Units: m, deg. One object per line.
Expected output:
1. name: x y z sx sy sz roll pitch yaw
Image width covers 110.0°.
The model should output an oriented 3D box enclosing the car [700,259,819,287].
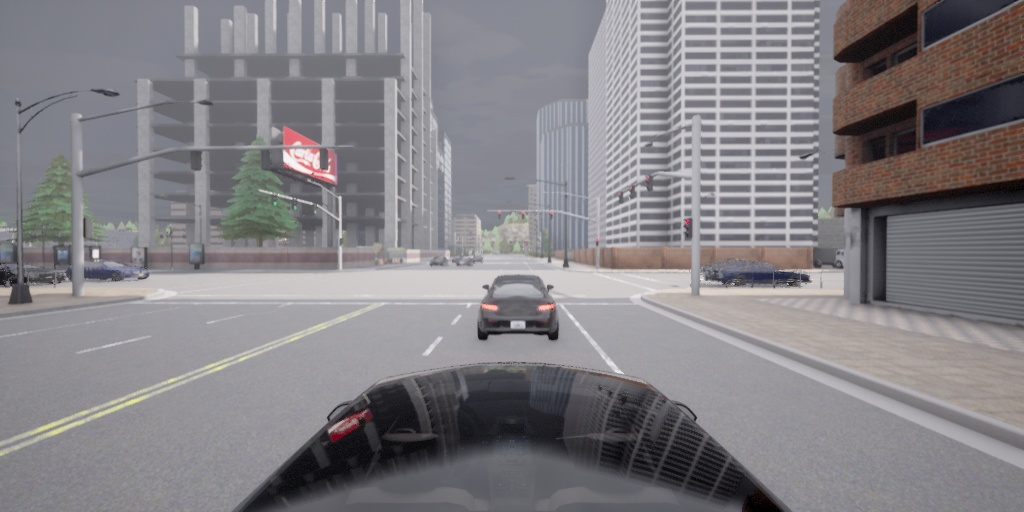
1. car: 14.578 1.090 21.446 5.357 1.411 2.033 0 1 4

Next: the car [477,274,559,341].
1. car: 0.161 1.195 9.509 1.812 1.442 4.674 0 1 1

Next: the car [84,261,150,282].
1. car: -28.209 1.039 25.032 4.674 1.442 1.812 0 1 0

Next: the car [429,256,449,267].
1. car: -10.019 0.762 49.484 1.837 1.490 4.892 0 1 1

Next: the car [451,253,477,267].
1. car: -6.520 0.749 49.434 2.128 1.511 4.902 0 1 1

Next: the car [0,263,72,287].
1. car: -29.798 1.114 21.544 4.181 1.385 1.994 0 1 0
